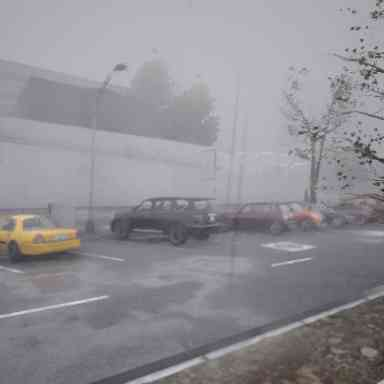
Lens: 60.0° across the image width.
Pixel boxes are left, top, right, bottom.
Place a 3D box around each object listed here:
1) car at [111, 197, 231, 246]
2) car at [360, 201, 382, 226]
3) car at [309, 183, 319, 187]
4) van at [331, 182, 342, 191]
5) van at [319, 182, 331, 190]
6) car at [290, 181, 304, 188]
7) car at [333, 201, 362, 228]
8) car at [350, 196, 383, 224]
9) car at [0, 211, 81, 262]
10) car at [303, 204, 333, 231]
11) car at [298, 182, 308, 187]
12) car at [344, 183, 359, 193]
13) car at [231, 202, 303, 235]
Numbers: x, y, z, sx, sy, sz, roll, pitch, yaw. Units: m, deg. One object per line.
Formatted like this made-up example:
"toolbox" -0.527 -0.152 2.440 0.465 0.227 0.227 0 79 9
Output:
"car" -1.333 1.253 15.617 5.566 2.045 2.435 -1 -1 35
"car" 10.886 1.604 24.327 4.792 1.488 2.163 -1 -1 35
"car" 31.070 -1.480 82.340 1.946 1.575 5.366 7 3 35
"van" 34.374 -1.160 77.137 1.878 1.987 4.442 7 3 35
"van" 32.645 -1.433 79.609 1.878 1.987 4.442 7 3 35
"car" 27.498 -1.986 87.123 2.002 1.452 4.674 7 3 35
"car" 8.467 1.558 22.580 4.892 1.521 2.231 -1 -1 34
"car" 13.332 1.343 26.073 5.566 2.045 2.435 -1 -1 35
"car" -6.345 1.493 12.222 5.366 1.575 1.946 -1 -1 35
"car" 6.001 1.415 20.854 4.553 1.767 2.185 -1 -1 34
"car" 29.239 -1.712 84.660 2.002 1.452 4.674 7 3 35
"car" 36.132 -0.661 74.774 2.231 1.521 4.892 7 3 35
"car" 3.607 1.399 19.069 4.553 1.767 2.185 -1 -1 35
